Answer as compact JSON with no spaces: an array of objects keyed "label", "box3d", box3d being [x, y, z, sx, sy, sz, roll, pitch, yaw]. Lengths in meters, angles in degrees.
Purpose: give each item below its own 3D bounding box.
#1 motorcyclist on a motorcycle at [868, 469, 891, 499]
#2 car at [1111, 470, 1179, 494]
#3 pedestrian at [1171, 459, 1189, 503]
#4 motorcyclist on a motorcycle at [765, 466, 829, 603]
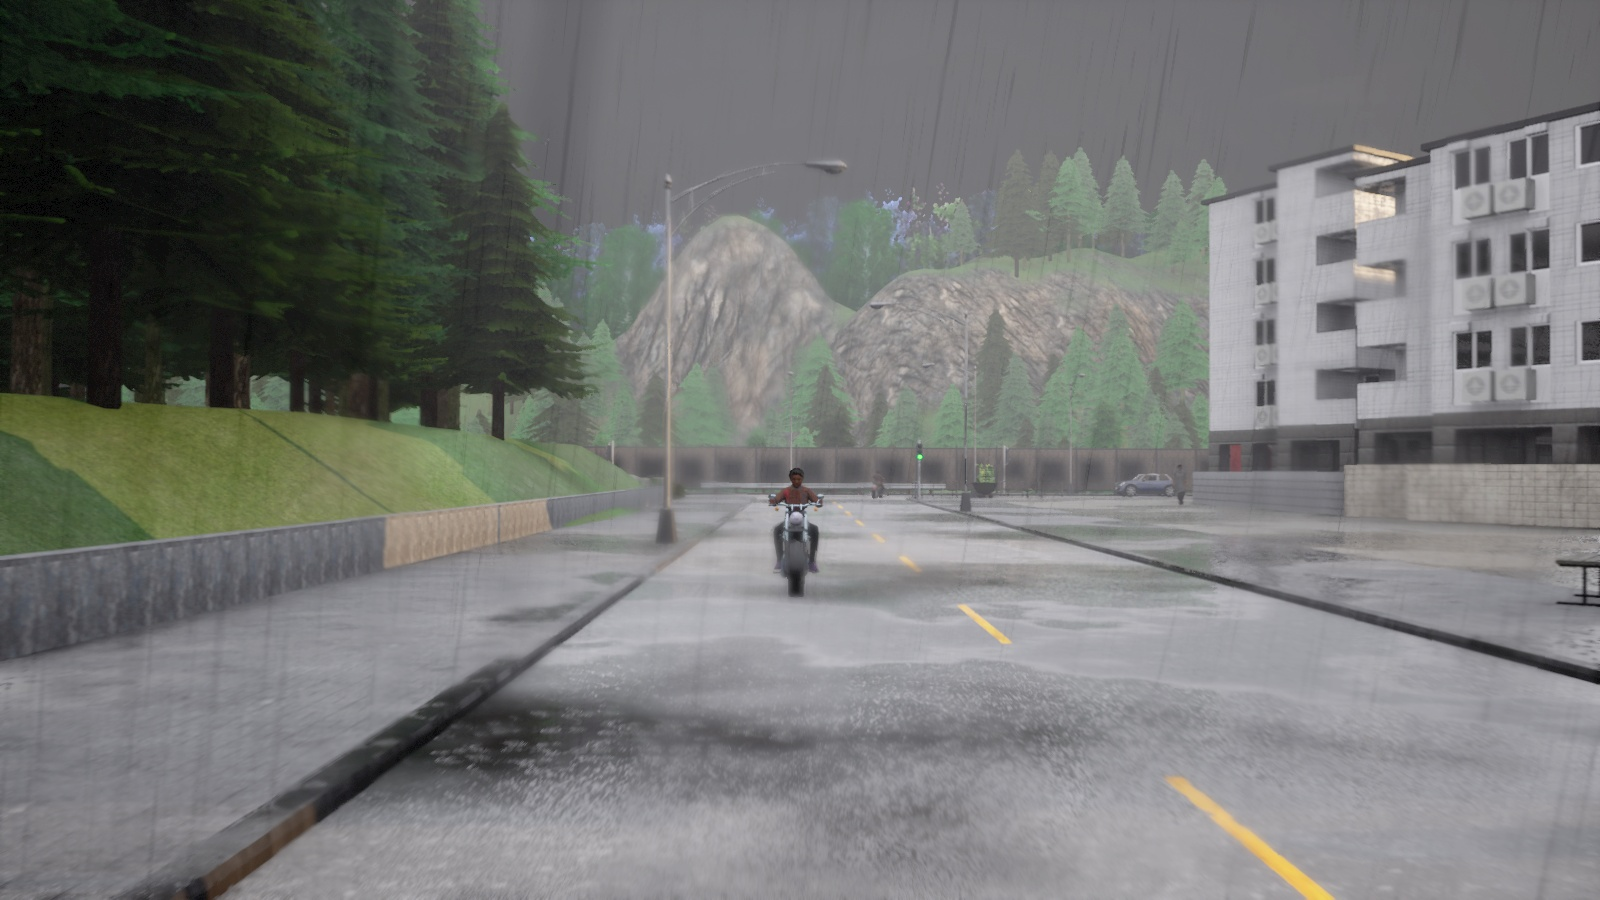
[{"label":"motorcyclist on a motorcycle","box3d":[4.594,1.959,72.429,0.766,1.649,2.350,1,-1,18]},{"label":"car","box3d":[22.184,2.044,80.808,3.806,1.475,1.970,0,-1,0]},{"label":"pedestrian","box3d":[17.338,1.414,57.276,0.659,1.952,0.873,0,-1,9]},{"label":"motorcyclist on a motorcycle","box3d":[-0.038,1.039,16.363,0.766,1.649,2.350,0,-1,0]}]
